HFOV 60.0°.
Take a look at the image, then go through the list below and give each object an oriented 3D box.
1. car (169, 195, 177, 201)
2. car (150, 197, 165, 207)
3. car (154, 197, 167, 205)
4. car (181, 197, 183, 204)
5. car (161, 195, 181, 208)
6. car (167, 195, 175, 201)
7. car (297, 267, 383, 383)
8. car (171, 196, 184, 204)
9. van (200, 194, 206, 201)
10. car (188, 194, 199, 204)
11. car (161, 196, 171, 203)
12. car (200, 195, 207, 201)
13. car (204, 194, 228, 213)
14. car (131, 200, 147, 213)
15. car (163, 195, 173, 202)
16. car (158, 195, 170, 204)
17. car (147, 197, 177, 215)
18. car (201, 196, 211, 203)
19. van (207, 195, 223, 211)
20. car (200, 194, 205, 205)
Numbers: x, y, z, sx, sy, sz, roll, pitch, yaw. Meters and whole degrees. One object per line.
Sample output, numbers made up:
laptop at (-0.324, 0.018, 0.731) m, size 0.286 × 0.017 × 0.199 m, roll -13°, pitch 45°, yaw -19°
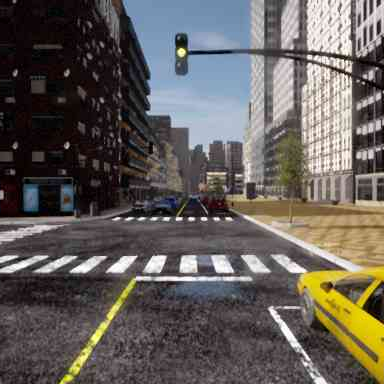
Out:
car at (-5.322, 1.608, 91.706) m, size 1.887 × 1.381 × 4.507 m, roll 0°, pitch 0°, yaw 0°
car at (-5.479, 1.560, 53.021) m, size 2.008 × 1.369 × 4.403 m, roll 0°, pitch 0°, yaw 0°
car at (-5.457, 1.561, 58.546) m, size 1.887 × 1.381 × 4.507 m, roll 0°, pitch 0°, yaw 0°
car at (-2.851, 1.515, 53.765) m, size 1.837 × 1.490 × 4.892 m, roll 0°, pitch 0°, yaw 1°
car at (-2.910, 1.479, 43.952) m, size 1.882 × 1.535 × 5.008 m, roll 0°, pitch 0°, yaw 0°
car at (-5.345, 1.579, 86.011) m, size 1.752 × 1.417 × 4.829 m, roll 0°, pitch 0°, yaw 0°
car at (2.702, 1.523, 4.165) m, size 1.752 × 1.417 × 4.829 m, roll 0°, pitch 0°, yaw 0°
car at (-2.741, 1.514, 64.010) m, size 2.128 × 1.511 × 4.902 m, roll 0°, pitch 0°, yaw 0°
van at (3.057, 1.405, 91.672) m, size 1.690 × 1.788 × 3.998 m, roll 0°, pitch 0°, yaw 0°
car at (0.266, 1.589, 65.610) m, size 1.994 × 1.385 × 4.181 m, roll 0°, pitch 0°, yaw 0°
car at (-5.412, 1.612, 69.601) m, size 1.802 × 1.307 × 4.206 m, roll 0°, pitch 0°, yaw 0°
car at (3.036, 1.579, 86.316) m, size 1.752 × 1.417 × 4.829 m, roll 0°, pitch 0°, yaw 0°
car at (2.832, 1.313, 36.407) m, size 2.192 × 1.841 × 5.009 m, roll 0°, pitch 0°, yaw 0°
car at (-5.546, 1.548, 36.441) m, size 2.008 × 1.369 × 4.403 m, roll 0°, pitch 0°, yaw 0°
car at (-5.390, 1.477, 75.127) m, size 1.967 × 1.590 × 4.097 m, roll 0°, pitch 0°, yaw 0°
car at (-5.435, 1.463, 64.074) m, size 1.967 × 1.590 × 4.097 m, roll 0°, pitch 0°, yaw 0°
car at (-2.960, 1.544, 34.133) m, size 2.033 × 1.411 × 5.357 m, roll 0°, pitch 0°, yaw 0°
car at (2.968, 1.574, 69.567) m, size 1.887 × 1.381 × 4.507 m, roll 0°, pitch 0°, yaw 0°
van at (2.855, 1.342, 41.933) m, size 1.690 × 1.788 × 3.998 m, roll 0°, pitch 0°, yaw 0°
car at (2.922, 1.331, 58.513) m, size 2.192 × 1.841 × 5.009 m, roll 0°, pitch 0°, yaw 0°
